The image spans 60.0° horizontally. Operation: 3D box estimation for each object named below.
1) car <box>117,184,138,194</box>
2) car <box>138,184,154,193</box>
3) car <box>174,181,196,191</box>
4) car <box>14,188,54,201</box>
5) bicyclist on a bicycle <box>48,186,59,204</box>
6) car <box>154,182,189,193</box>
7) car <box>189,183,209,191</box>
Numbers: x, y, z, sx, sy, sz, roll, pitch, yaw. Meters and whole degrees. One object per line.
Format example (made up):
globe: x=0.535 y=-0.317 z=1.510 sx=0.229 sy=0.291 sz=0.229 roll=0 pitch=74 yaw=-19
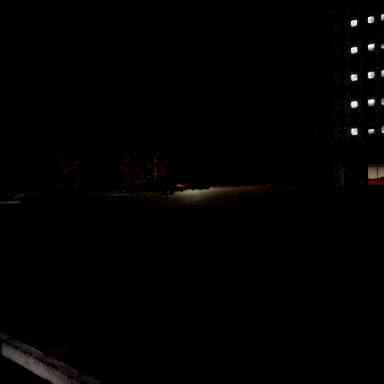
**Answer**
car: x=-10.246 y=-0.498 z=54.862 sx=1.837 sy=1.490 sz=4.892 roll=0 pitch=2 yaw=31
car: x=-6.020 y=-0.584 z=55.419 sx=2.033 sy=1.411 sz=5.357 roll=0 pitch=2 yaw=30
car: x=-1.339 y=-1.201 z=63.743 sx=2.097 sy=1.767 sz=4.553 roll=0 pitch=2 yaw=29
car: x=-19.113 y=0.285 z=40.418 sx=1.812 sy=1.442 sz=4.674 roll=0 pitch=3 yaw=33
bicyclist on a bicycle: x=-12.661 y=0.252 z=30.264 sx=1.656 sy=1.620 sz=0.582 roll=-1 pitch=2 yaw=33
car: x=-3.242 y=-0.592 z=53.731 sx=2.033 sy=1.411 sz=5.357 roll=0 pitch=2 yaw=30
car: x=1.537 y=-0.965 z=62.228 sx=1.895 sy=1.301 sz=4.718 roll=0 pitch=2 yaw=29
